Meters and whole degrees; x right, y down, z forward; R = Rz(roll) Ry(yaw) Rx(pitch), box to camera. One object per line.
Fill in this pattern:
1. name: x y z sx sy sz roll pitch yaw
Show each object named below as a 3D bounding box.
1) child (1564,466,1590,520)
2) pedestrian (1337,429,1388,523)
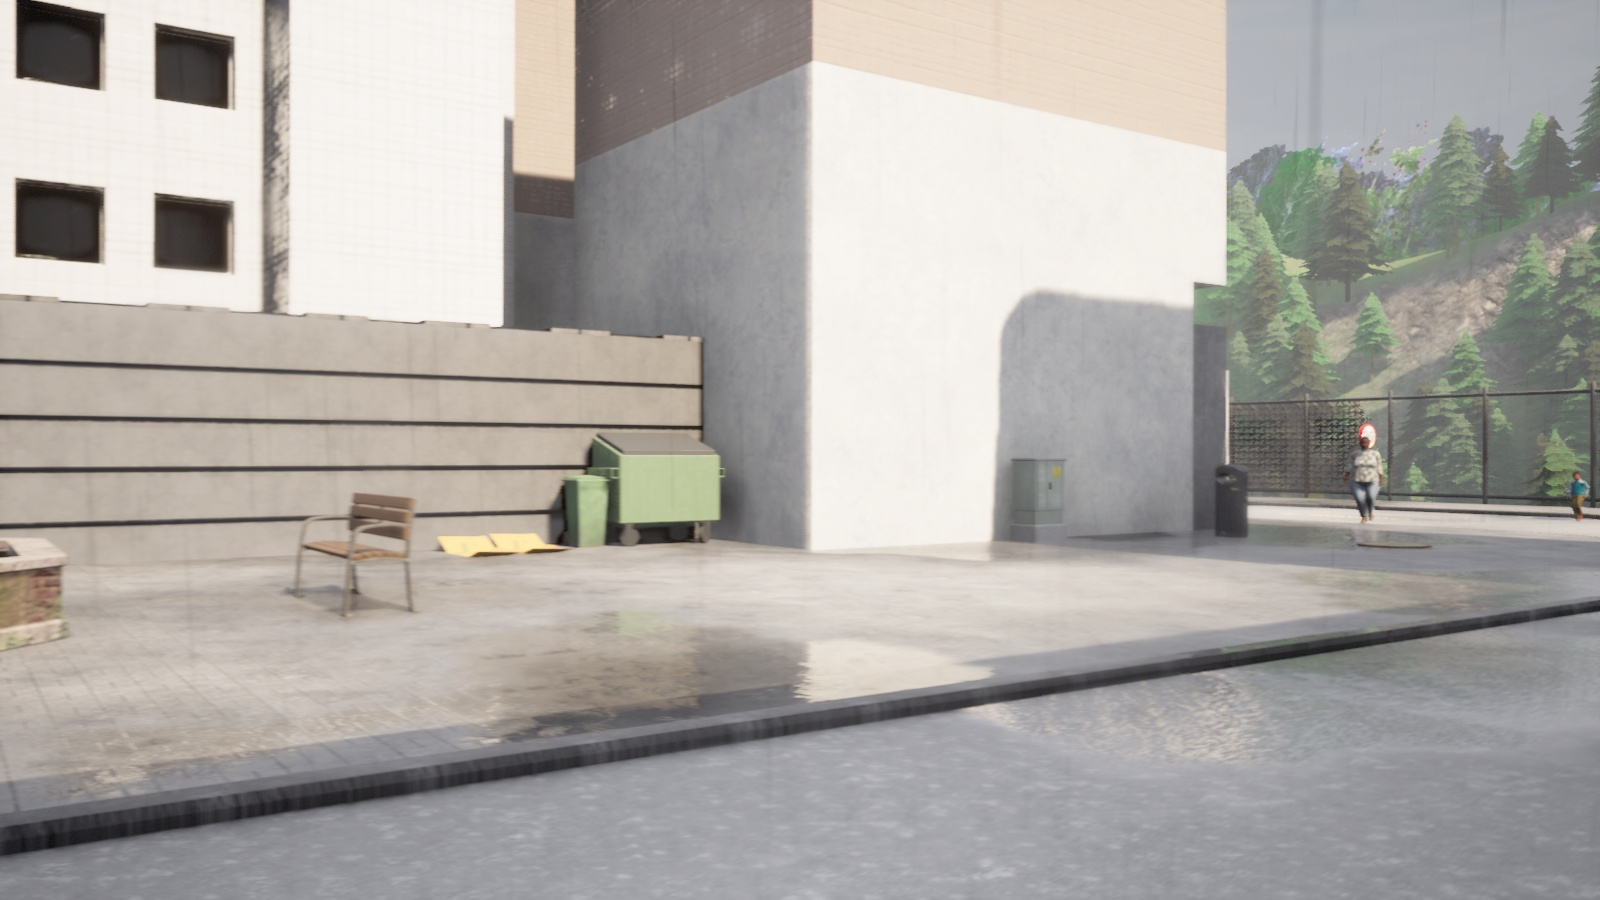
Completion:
1. child: 17.369 0.953 28.074 0.448 1.192 0.343 0 0 -35
2. pedestrian: 11.372 0.518 25.363 0.874 1.855 0.900 0 0 28
